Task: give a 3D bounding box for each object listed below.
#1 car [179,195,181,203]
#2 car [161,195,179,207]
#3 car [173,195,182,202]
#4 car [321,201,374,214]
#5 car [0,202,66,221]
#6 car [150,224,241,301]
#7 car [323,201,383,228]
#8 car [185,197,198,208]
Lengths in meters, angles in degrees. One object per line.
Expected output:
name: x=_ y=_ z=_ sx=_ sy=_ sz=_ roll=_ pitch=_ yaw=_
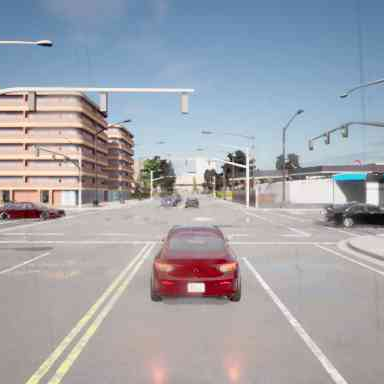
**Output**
car: x=-3.567 y=1.601 z=61.639 sx=1.895 sy=1.301 sz=4.718 roll=0 pitch=0 yaw=0
car: x=-3.585 y=1.352 z=51.677 sx=2.097 sy=1.767 sz=4.553 roll=0 pitch=0 yaw=0
car: x=-3.504 y=1.525 z=82.282 sx=2.128 sy=1.511 sz=4.902 roll=0 pitch=0 yaw=0
car: x=16.534 y=1.601 z=35.493 sx=4.718 sy=1.301 sz=1.895 roll=0 pitch=0 yaw=1
car: x=-12.862 y=1.492 z=26.142 sx=5.357 sy=1.411 sz=2.033 roll=0 pitch=0 yaw=-1
car: x=0.082 y=1.526 z=8.195 sx=1.812 sy=1.442 sz=4.674 roll=0 pitch=0 yaw=0
car: x=11.078 y=1.505 z=21.403 sx=4.892 sy=1.490 sz=1.837 roll=0 pitch=0 yaw=1
car: x=0.019 y=1.492 z=48.447 sx=2.128 sy=1.511 sz=4.902 roll=0 pitch=0 yaw=1
